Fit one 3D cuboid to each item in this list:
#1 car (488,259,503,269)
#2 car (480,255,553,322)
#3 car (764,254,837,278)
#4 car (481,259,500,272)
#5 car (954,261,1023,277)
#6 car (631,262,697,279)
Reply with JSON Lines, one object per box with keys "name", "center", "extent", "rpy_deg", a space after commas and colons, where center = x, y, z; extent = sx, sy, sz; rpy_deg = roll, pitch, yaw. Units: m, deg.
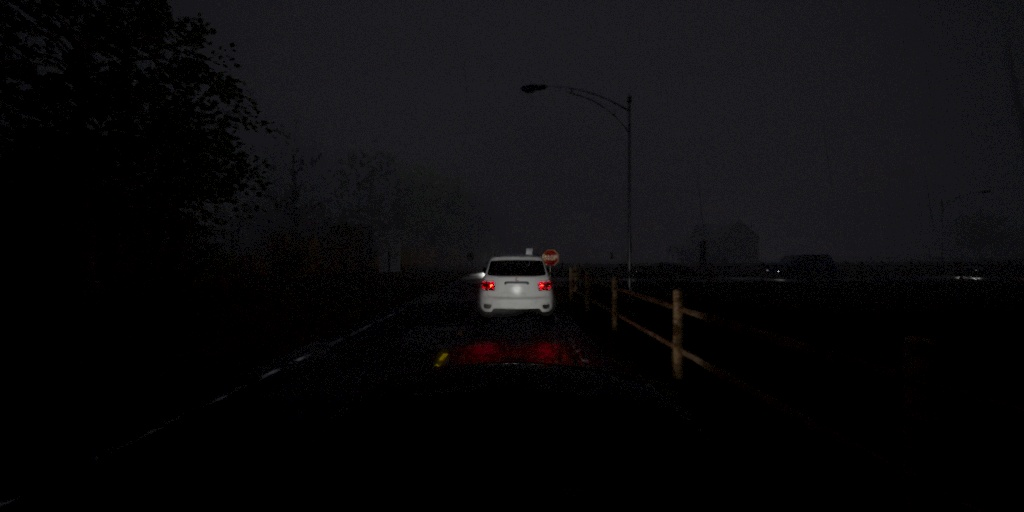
{"name": "car", "center": [-2.612, 1.266, 56.800], "extent": [2.033, 1.411, 5.357], "rpy_deg": [0, 0, 1]}
{"name": "car", "center": [0.137, 0.973, 12.393], "extent": [2.150, 2.045, 5.566], "rpy_deg": [0, 0, 0]}
{"name": "car", "center": [25.006, 0.868, 31.291], "extent": [5.566, 2.045, 2.150], "rpy_deg": [0, 0, -1]}
{"name": "car", "center": [-2.677, 1.226, 45.691], "extent": [2.128, 1.511, 4.902], "rpy_deg": [0, 0, 0]}
{"name": "car", "center": [42.441, 1.114, 31.479], "extent": [5.357, 1.411, 2.033], "rpy_deg": [0, 0, 0]}
{"name": "car", "center": [13.096, 1.245, 31.154], "extent": [5.357, 1.411, 2.033], "rpy_deg": [0, 0, 1]}
